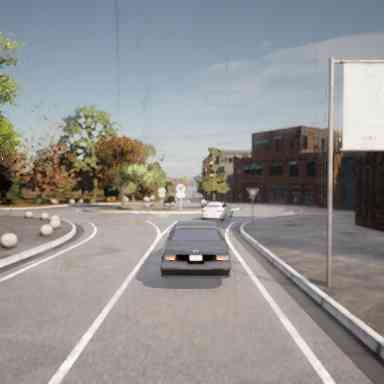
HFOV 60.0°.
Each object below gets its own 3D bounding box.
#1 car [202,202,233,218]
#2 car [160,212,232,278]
[{"bbox_3d":[2.087,1.552,27.278,1.812,1.442,4.674,0,1,18],"label":"car"},{"bbox_3d":[0.141,1.555,10.115,2.033,1.411,5.357,0,0,1],"label":"car"}]
